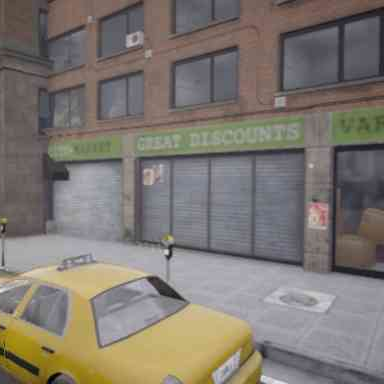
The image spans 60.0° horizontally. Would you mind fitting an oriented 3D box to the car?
[{"bbox_3d":[-1.596,1.459,4.182,4.829,1.417,1.752,1,2,35],"label":"car"}]
